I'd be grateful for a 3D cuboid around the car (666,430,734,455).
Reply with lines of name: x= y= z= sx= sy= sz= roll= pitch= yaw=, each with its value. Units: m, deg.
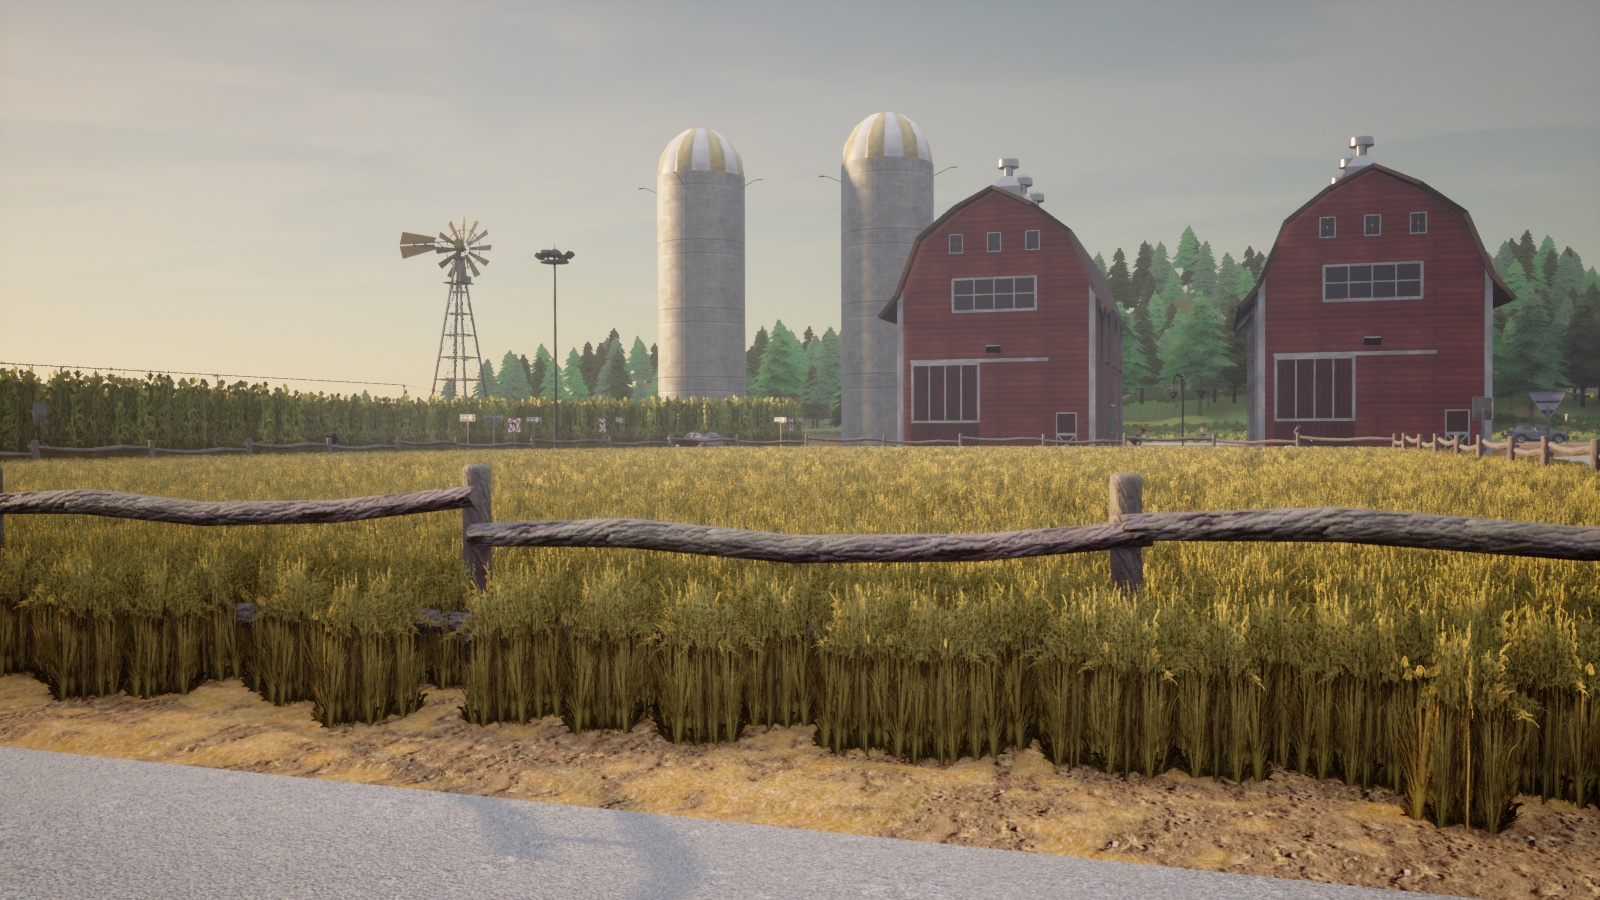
car: x=-6.243 y=-0.489 z=77.993 sx=2.128 sy=1.511 sz=4.902 roll=0 pitch=1 yaw=-32
